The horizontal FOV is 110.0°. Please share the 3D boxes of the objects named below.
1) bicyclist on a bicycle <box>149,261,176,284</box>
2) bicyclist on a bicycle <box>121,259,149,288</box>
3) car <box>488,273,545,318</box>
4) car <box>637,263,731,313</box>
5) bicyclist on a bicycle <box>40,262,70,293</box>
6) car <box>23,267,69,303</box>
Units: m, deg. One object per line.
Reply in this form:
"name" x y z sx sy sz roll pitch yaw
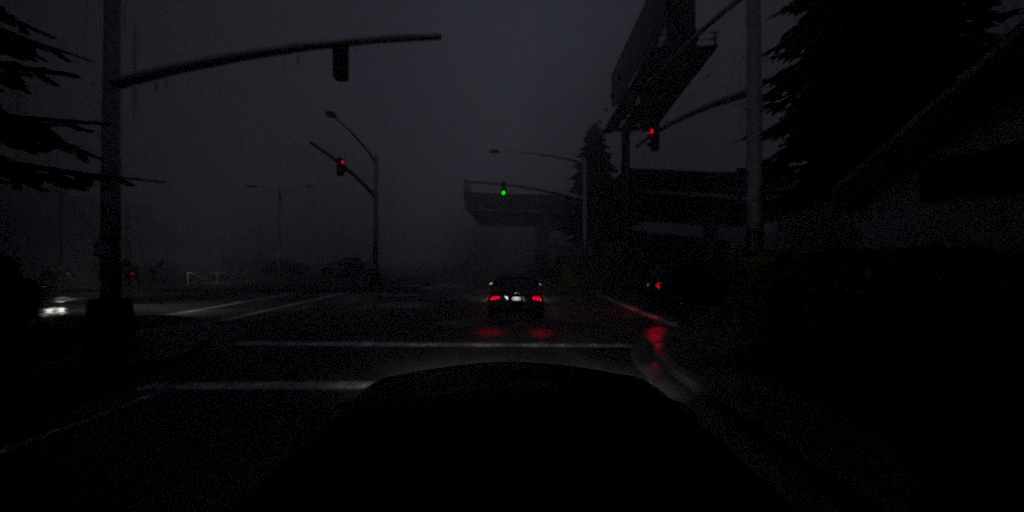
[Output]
"bicyclist on a bicycle" -24.538 1.153 24.962 1.656 1.620 0.582 1 -1 -41
"bicyclist on a bicycle" -21.278 0.998 19.846 1.656 1.620 0.582 0 0 6
"car" 0.125 1.320 13.018 2.033 1.411 5.357 1 0 0
"car" 7.113 1.035 13.210 4.553 1.767 2.097 -1 0 0
"bicyclist on a bicycle" -24.240 1.144 18.966 1.656 1.620 0.582 0 0 -4
"car" -20.101 1.138 13.115 4.902 1.511 2.128 0 0 0
